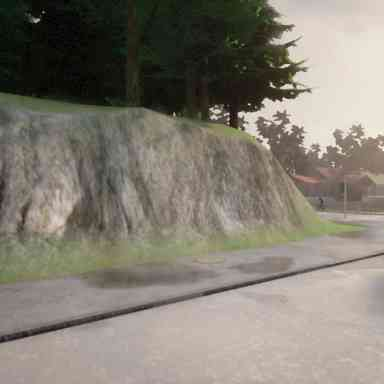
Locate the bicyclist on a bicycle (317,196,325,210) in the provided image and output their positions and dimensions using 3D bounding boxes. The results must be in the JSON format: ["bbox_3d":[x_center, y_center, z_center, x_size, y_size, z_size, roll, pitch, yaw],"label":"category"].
[{"bbox_3d":[15.462,1.348,39.963,1.656,1.620,0.582,0,0,-36],"label":"bicyclist on a bicycle"}]
